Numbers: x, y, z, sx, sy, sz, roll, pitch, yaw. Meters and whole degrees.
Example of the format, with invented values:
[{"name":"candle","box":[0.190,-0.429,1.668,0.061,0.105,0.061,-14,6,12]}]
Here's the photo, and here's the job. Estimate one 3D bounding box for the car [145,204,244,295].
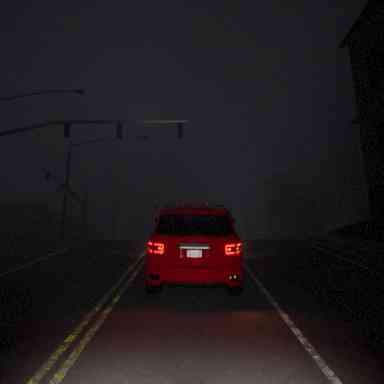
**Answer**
[{"name":"car","box":[0.078,1.347,9.242,2.150,2.045,5.566,1,-1,1]}]
